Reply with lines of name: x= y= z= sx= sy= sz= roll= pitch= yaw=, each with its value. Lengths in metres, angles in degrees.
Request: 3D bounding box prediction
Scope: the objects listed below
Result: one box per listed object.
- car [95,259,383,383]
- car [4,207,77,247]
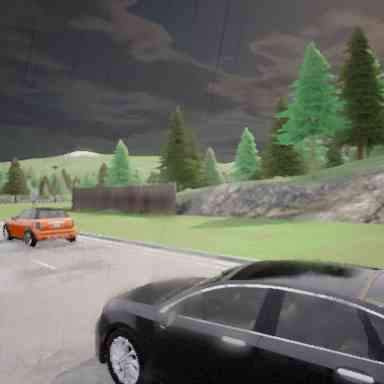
car: x=0.941 y=1.523 z=3.588 sx=4.892 sy=1.490 sz=1.837 roll=-1 pitch=0 yaw=38
car: x=-7.539 y=1.537 z=16.354 sx=2.097 sy=1.767 sz=4.553 roll=0 pitch=-1 yaw=-45
